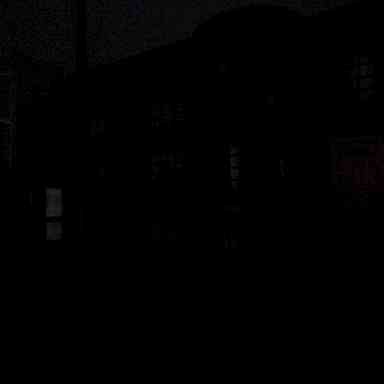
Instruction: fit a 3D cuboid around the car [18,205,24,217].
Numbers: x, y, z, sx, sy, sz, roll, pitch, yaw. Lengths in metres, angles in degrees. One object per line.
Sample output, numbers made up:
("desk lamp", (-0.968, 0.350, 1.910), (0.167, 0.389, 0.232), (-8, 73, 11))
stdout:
("car", (-13.784, 1.491, 30.327), (2.128, 1.511, 4.902), (0, 0, 35))
